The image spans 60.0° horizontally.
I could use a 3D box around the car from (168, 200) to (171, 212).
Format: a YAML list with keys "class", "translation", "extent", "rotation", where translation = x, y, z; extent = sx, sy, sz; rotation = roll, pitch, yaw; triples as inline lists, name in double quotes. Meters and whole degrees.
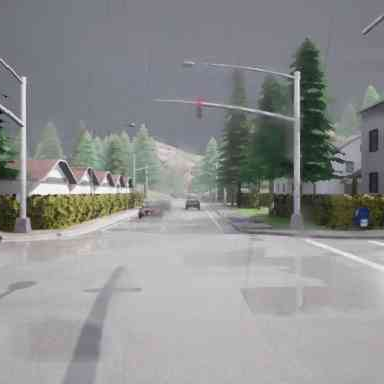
- class: "car"
  translation: [-3.501, 1.613, 39.331]
  extent: [1.895, 1.301, 4.718]
  rotation: [0, 0, 0]

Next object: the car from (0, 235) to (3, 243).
- class: "car"
  translation: [-9.750, 1.429, 11.813]
  extent: [5.357, 1.411, 2.033]
  rotation: [2, 0, 0]

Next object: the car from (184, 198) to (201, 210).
- class: "car"
  translation: [0.100, 1.518, 43.303]
  extent: [1.837, 1.490, 4.892]
  rotation: [0, 0, 0]

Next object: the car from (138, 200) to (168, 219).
- class: "car"
  translation: [-3.501, 1.573, 29.336]
  extent: [1.994, 1.385, 4.181]
  rotation: [0, 0, 0]
